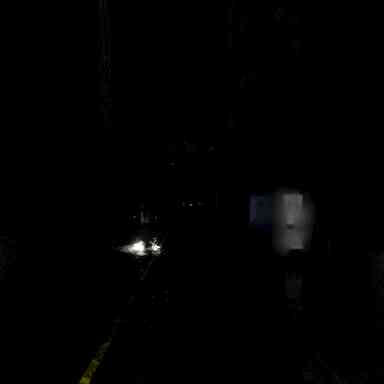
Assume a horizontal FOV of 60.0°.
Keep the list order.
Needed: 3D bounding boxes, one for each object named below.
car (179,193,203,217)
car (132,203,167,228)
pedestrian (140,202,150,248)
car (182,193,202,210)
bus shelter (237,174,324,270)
[{"bbox_3d":[-0.090,1.219,31.788,2.150,2.045,5.566,0,0,0],"label":"car"},{"bbox_3d":[-2.715,1.489,21.948,2.128,1.511,4.902,0,0,0],"label":"car"},{"bbox_3d":[-1.881,1.291,13.225,0.375,1.860,0.375,0,0,-10],"label":"pedestrian"},{"bbox_3d":[0.064,1.213,44.983,2.150,2.045,5.566,0,0,6],"label":"car"},{"bbox_3d":[2.817,0.875,11.512,1.920,2.740,3.880,0,0,0],"label":"bus shelter"}]
